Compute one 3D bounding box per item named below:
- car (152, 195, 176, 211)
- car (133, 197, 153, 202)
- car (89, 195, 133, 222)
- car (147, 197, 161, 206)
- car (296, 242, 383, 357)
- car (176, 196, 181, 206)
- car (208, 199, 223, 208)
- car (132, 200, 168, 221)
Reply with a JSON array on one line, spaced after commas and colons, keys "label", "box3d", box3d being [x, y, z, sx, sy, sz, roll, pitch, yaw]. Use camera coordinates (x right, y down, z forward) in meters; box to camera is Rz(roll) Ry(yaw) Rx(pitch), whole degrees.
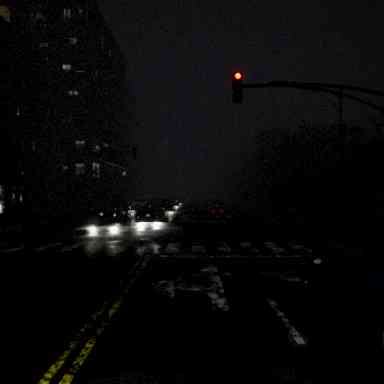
[{"label": "car", "box3d": [-3.323, 1.483, 40.794, 1.882, 1.535, 5.008, 0, 0, 0]}, {"label": "car", "box3d": [-6.570, 1.532, 42.573, 1.812, 1.442, 4.674, 0, 0, 0]}, {"label": "car", "box3d": [-6.592, 1.264, 26.973, 2.150, 2.045, 5.566, 0, 0, 0]}, {"label": "car", "box3d": [-6.543, 1.579, 57.789, 1.994, 1.385, 4.181, 0, 0, 0]}, {"label": "car", "box3d": [3.355, 1.547, 5.374, 2.033, 1.411, 5.357, 0, 0, 0]}, {"label": "car", "box3d": [-3.305, 1.367, 54.765, 2.097, 1.767, 4.553, 0, 0, 0]}, {"label": "car", "box3d": [3.381, 1.611, 48.275, 1.895, 1.301, 4.718, 0, 0, 0]}, {"label": "car", "box3d": [-3.339, 1.590, 27.183, 1.994, 1.385, 4.181, 0, 0, 0]}]
